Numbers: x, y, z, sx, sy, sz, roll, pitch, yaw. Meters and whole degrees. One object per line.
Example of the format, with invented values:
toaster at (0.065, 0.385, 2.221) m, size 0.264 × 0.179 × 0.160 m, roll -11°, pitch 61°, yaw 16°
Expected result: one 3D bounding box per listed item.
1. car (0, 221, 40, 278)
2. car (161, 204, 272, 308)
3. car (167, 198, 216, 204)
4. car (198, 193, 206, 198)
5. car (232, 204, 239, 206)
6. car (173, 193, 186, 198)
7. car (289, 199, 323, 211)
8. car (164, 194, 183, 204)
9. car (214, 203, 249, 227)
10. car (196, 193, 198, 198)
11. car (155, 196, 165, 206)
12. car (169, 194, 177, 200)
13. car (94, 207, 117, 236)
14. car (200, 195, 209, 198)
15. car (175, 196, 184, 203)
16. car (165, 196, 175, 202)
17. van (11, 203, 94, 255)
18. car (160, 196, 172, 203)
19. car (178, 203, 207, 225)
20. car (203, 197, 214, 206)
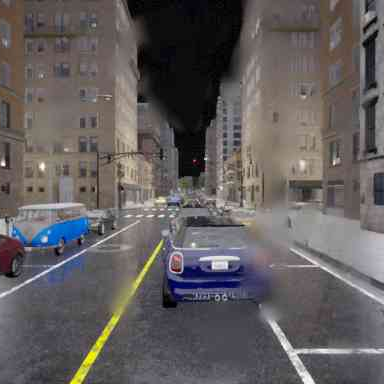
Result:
car at (-5.378, 1.581, 7.541) m, size 1.802 × 1.307 × 4.206 m, roll 0°, pitch 0°, yaw 0°
car at (0.321, 1.352, 8.158) m, size 2.097 × 1.767 × 4.553 m, roll 0°, pitch 0°, yaw -5°
car at (0.110, 1.351, 15.425) m, size 2.097 × 1.767 × 4.553 m, roll 0°, pitch 0°, yaw 0°
car at (2.794, 1.434, 73.346) m, size 1.967 × 1.590 × 4.097 m, roll 0°, pitch 0°, yaw 0°
car at (2.683, 1.525, 18.507) m, size 1.752 × 1.417 × 4.829 m, roll 0°, pitch 0°, yaw 0°
car at (-2.692, 1.218, 60.483) m, size 2.150 × 2.045 × 5.566 m, roll 0°, pitch 0°, yaw 1°
car at (13.673, 1.515, 38.359) m, size 4.718 × 1.301 × 1.895 m, roll 0°, pitch 0°, yaw 0°
car at (-2.734, 1.476, 50.495) m, size 1.882 × 1.535 × 5.008 m, roll 0°, pitch 0°, yaw 0°
car at (2.689, 1.550, 23.744) m, size 2.008 × 1.369 × 4.403 m, roll 0°, pitch 0°, yaw 0°
car at (2.819, 1.306, 84.710) m, size 2.192 × 1.841 × 5.009 m, roll 0°, pitch 0°, yaw 0°
car at (-5.268, 1.523, 56.147) m, size 1.752 × 1.417 × 4.829 m, roll 0°, pitch 0°, yaw 0°
car at (-5.194, 1.429, 90.404) m, size 1.967 × 1.590 × 4.097 m, roll 0°, pitch 0°, yaw 0°
car at (-5.352, 1.550, 18.354) m, size 2.008 × 1.369 × 4.403 m, roll 0°, pitch 0°, yaw 0°
car at (2.745, 1.549, 50.620) m, size 2.008 × 1.369 × 4.403 m, roll 0°, pitch 0°, yaw 0°
car at (-2.599, 1.519, 70.589) m, size 1.812 × 1.442 × 4.674 m, roll 0°, pitch 0°, yaw 0°
car at (-5.218, 1.543, 79.042) m, size 2.008 × 1.369 × 4.403 m, roll 0°, pitch 0°, yaw 0°
van at (-5.365, 1.340, 12.948) m, size 1.690 × 1.788 × 3.998 m, roll 0°, pitch 0°, yaw 0°
car at (-5.243, 1.561, 67.679) m, size 1.947 × 1.339 × 4.313 m, roll 0°, pitch 0°, yaw 0°
car at (0.071, 1.563, 25.086) m, size 1.994 × 1.385 × 4.181 m, roll 0°, pitch 0°, yaw 0°
car at (2.758, 1.580, 56.301) m, size 1.802 × 1.307 × 4.206 m, roll 0°, pitch 0°, yaw 0°
